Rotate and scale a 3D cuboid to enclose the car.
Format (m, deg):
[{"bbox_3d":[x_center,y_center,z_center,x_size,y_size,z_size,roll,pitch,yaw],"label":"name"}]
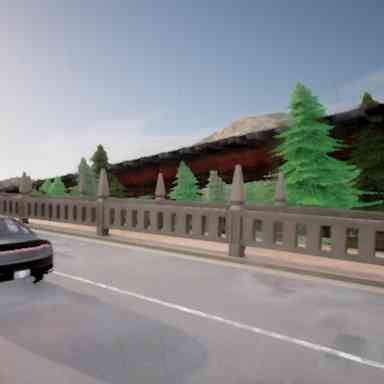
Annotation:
[{"bbox_3d":[-5.175,1.272,7.683,4.902,1.511,2.128,2,1,35],"label":"car"}]
